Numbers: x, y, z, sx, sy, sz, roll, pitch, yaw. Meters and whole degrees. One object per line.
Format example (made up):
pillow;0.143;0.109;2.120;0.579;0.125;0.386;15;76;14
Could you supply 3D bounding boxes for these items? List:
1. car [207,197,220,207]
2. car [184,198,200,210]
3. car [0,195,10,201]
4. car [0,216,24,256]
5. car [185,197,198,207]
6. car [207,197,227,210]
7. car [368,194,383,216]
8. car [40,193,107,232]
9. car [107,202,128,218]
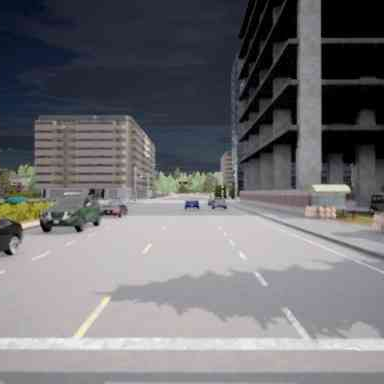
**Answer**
car;3.481;1.532;53.824;1.812;1.442;4.674;0;0;0
car;0.000;1.478;43.085;1.882;1.535;5.008;0;0;0
car;-28.799;1.262;46.822;4.605;1.855;1.932;0;0;0
car;-7.106;1.469;10.284;2.128;1.511;4.902;0;0;0
car;-0.019;1.575;53.478;1.994;1.385;4.181;0;0;0
car;3.502;1.542;43.433;2.033;1.411;5.357;0;0;0
car;16.570;1.125;28.000;1.905;1.878;3.866;0;0;0
car;-7.104;1.210;20.186;2.150;2.045;5.566;0;0;0
car;-7.083;1.563;30.243;1.994;1.385;4.181;0;0;0
